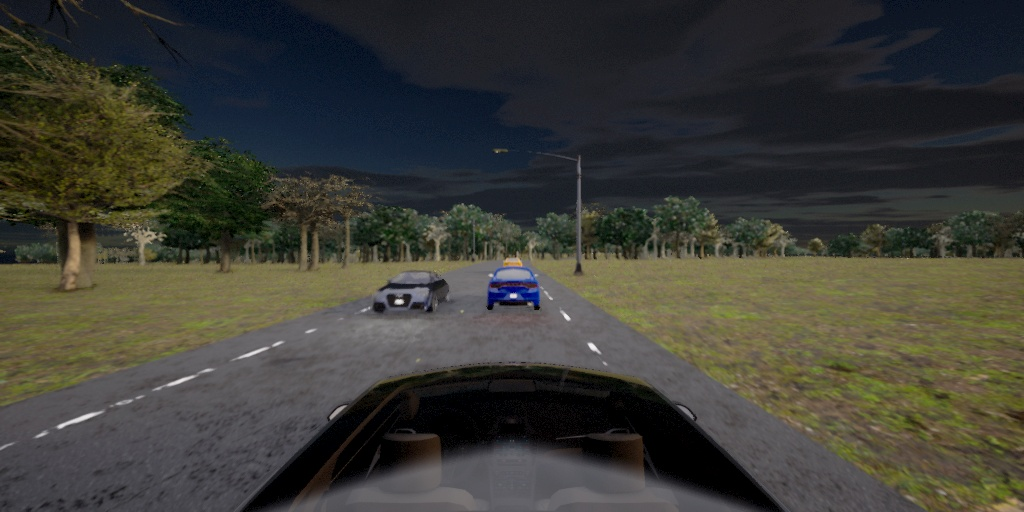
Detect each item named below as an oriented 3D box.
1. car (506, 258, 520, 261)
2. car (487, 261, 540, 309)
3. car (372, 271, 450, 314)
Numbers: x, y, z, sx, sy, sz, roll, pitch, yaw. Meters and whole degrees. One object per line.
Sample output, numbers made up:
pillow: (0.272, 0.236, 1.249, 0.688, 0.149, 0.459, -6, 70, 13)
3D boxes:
car: (0.075, 0.931, 38.426, 1.882, 1.535, 5.008, 0, 1, 0)
car: (0.063, 1.149, 14.447, 1.882, 1.535, 5.008, 0, 1, 0)
car: (-3.575, 1.245, 13.370, 1.994, 1.385, 4.181, 0, 0, 0)
